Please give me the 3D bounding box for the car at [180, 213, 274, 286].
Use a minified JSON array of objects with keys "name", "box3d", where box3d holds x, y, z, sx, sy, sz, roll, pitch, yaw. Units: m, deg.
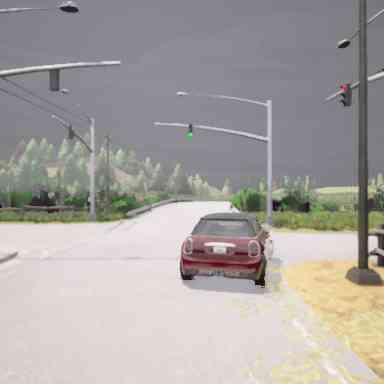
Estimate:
[{"name":"car","box3d":[1.206,1.375,9.799,2.097,1.767,4.553,0,0,15]}]
